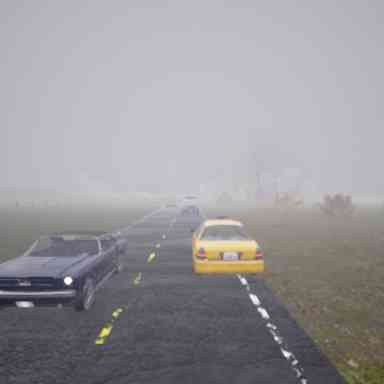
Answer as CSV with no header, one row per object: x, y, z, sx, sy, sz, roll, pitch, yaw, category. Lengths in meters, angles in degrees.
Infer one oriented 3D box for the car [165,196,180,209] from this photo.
-3.136,1.807,51.876,2.033,1.411,5.357,0,0,0,car

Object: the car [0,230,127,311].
-2.894,1.641,7.939,1.895,1.301,4.718,0,0,0,car

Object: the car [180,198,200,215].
-0.131,1.704,35.562,1.812,1.442,4.674,0,0,0,car

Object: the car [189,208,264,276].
0.905,1.508,10.480,1.801,1.575,5.366,0,0,0,car

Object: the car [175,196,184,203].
-3.231,1.792,84.170,2.097,1.767,4.553,0,0,0,car

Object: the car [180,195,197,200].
-0.242,1.457,47.050,2.150,2.045,5.566,0,0,0,car
